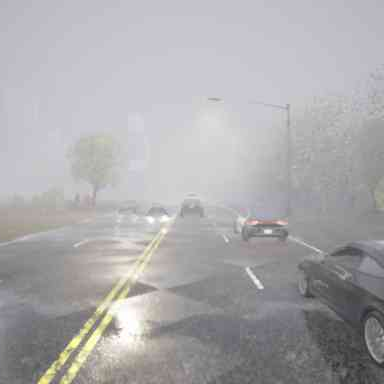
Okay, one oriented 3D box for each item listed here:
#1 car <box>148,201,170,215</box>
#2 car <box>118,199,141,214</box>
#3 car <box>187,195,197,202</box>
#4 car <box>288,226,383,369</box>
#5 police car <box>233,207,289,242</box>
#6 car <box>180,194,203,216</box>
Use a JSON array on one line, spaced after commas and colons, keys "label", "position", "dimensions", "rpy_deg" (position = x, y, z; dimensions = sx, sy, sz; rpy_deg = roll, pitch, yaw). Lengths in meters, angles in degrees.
[{"label": "car", "position": [-3.325, 1.607, 33.919], "dimensions": [1.895, 1.301, 4.718], "rpy_deg": [0, 0, 0]}, {"label": "car", "position": [-6.565, 1.512, 35.335], "dimensions": [1.837, 1.490, 4.892], "rpy_deg": [0, 0, 0]}, {"label": "car", "position": [-0.036, 1.480, 73.931], "dimensions": [2.033, 1.411, 5.357], "rpy_deg": [0, 0, 0]}, {"label": "car", "position": [3.250, 1.524, 5.563], "dimensions": [1.812, 1.442, 4.674], "rpy_deg": [0, 0, 0]}, {"label": "police car", "position": [3.244, 1.512, 16.567], "dimensions": [2.038, 1.542, 4.974], "rpy_deg": [0, 0, 0]}, {"label": "car", "position": [-0.019, 1.357, 32.278], "dimensions": [2.097, 1.767, 4.553], "rpy_deg": [0, 0, 0]}]
